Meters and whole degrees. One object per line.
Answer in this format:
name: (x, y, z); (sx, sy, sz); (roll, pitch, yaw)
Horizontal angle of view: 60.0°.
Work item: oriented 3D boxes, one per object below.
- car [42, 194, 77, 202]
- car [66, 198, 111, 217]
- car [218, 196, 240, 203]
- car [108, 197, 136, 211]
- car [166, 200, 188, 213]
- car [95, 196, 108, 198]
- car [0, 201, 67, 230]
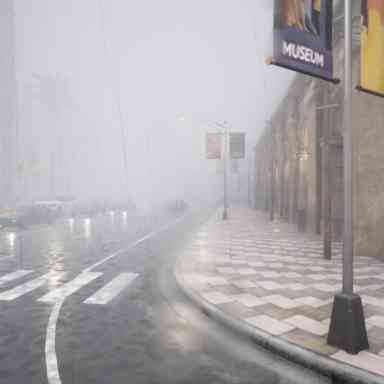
car: (-12.896, 1.221, 32.135); (2.150, 2.045, 5.566); (0, 0, 7)
car: (-9.506, 1.525, 30.978); (1.812, 1.442, 4.674); (0, 0, 7)
car: (7.440, 1.535, 66.576); (4.892, 1.490, 1.837); (0, -5, -32)
car: (-8.288, 1.525, 40.792); (1.812, 1.442, 4.674); (0, 0, 7)
car: (-1.631, 1.550, 37.053); (2.033, 1.411, 5.357); (0, 0, 7)
car: (-11.618, 1.351, 42.381); (2.097, 1.767, 4.553); (0, 0, 7)
car: (-10.604, 1.547, 21.614); (2.033, 1.411, 5.357); (0, 0, 6)
